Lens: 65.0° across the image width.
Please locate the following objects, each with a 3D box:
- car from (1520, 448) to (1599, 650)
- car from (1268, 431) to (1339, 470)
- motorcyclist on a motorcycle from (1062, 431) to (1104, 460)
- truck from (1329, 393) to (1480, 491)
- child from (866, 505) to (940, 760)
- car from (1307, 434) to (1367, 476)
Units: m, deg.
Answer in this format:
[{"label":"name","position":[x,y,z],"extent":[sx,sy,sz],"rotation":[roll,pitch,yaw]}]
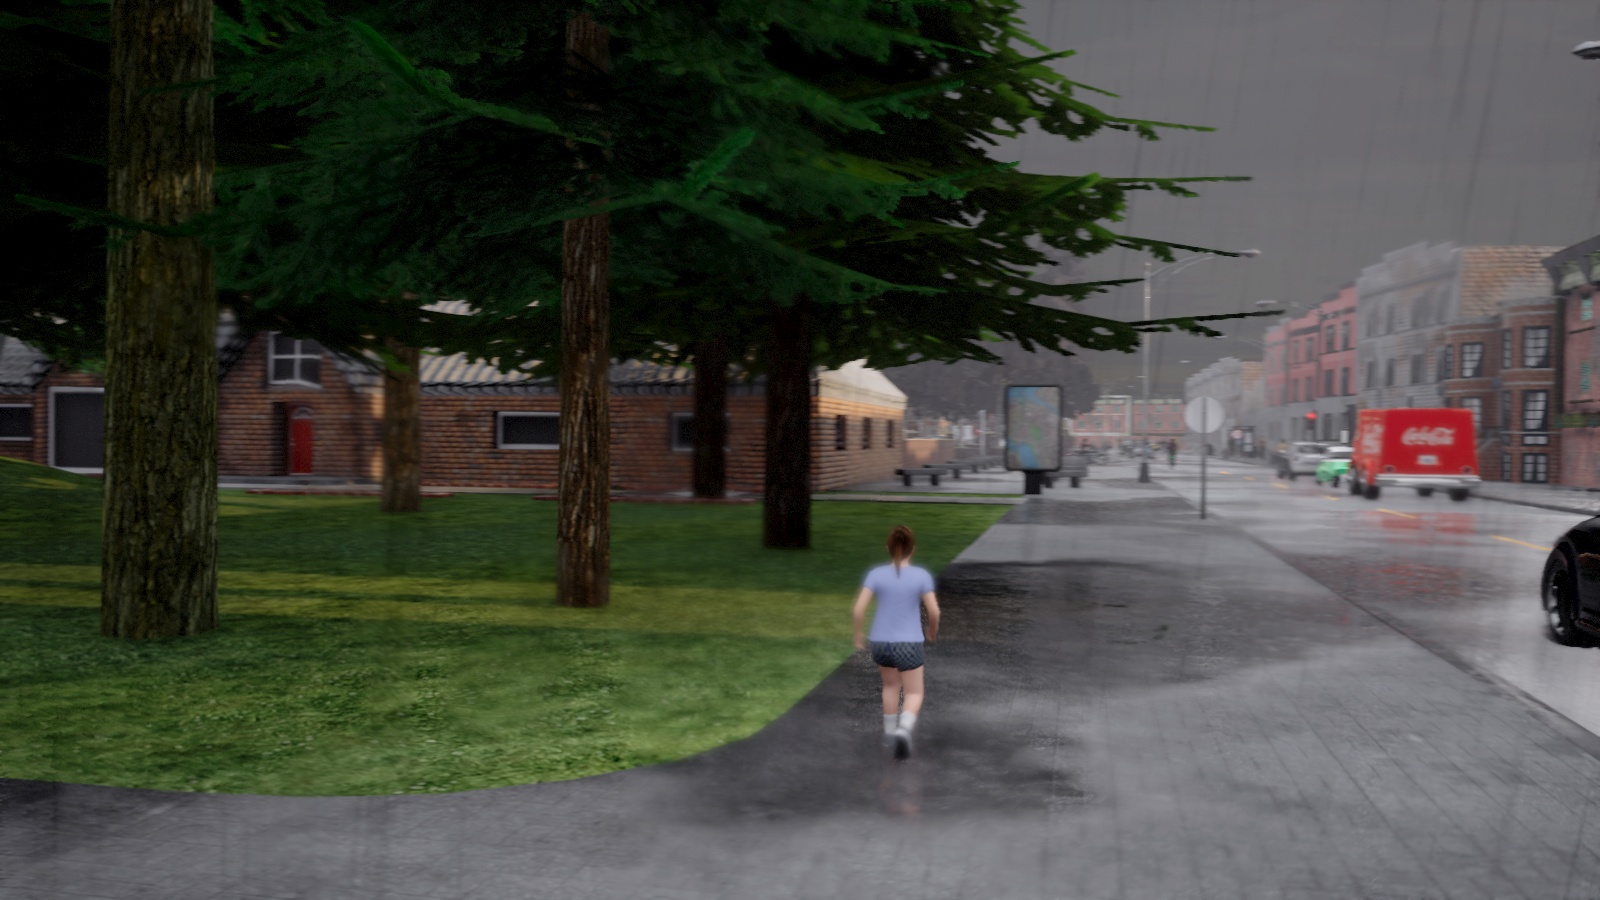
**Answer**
[{"label":"car","position":[6.434,0.697,8.046],"extent":[1.994,1.385,4.181],"rotation":[-1,1,13]},{"label":"car","position":[19.762,-0.013,49.428],"extent":[1.970,1.475,3.806],"rotation":[-1,1,12]},{"label":"motorcyclist on a motorcycle","position":[16.847,-0.264,74.703],"extent":[2.350,1.649,0.766],"rotation":[0,0,6]},{"label":"truck","position":[16.429,-0.253,34.488],"extent":[2.627,2.467,5.204],"rotation":[-1,1,13]},{"label":"child","position":[0.481,0.821,5.804],"extent":[0.255,1.110,0.394],"rotation":[-1,1,17]},{"label":"car","position":[18.303,0.166,42.855],"extent":[1.481,1.376,2.207],"rotation":[-1,1,13]}]
